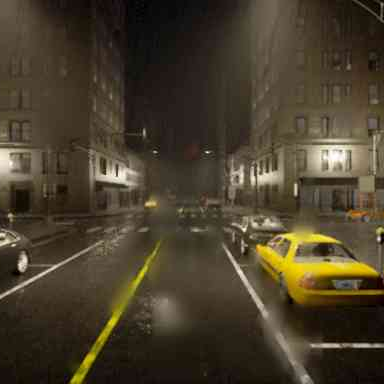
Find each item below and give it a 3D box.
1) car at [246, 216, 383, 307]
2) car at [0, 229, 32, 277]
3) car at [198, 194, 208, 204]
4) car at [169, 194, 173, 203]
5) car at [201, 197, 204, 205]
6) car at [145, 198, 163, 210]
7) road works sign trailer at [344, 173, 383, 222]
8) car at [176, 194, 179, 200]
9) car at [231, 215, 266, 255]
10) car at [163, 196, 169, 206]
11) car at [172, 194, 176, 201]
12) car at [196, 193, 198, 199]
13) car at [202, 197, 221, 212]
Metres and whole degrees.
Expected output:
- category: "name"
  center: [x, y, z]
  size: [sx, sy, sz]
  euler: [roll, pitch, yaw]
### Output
- category: "car"
  center: [2.634, 1.547, 7.977]
  size: [1.752, 1.417, 4.829]
  euler: [0, 0, 0]
- category: "car"
  center: [-5.400, 1.571, 7.796]
  size: [2.008, 1.369, 4.403]
  euler: [0, 0, 0]
- category: "car"
  center: [2.555, 1.600, 62.816]
  size: [1.967, 1.590, 4.097]
  euler: [0, 0, 0]
- category: "car"
  center: [-5.477, 1.724, 68.484]
  size: [2.008, 1.369, 4.403]
  euler: [0, 0, 0]
- category: "car"
  center: [2.577, 1.701, 45.770]
  size: [1.802, 1.307, 4.206]
  euler: [0, 0, 0]
- category: "car"
  center: [-5.448, 1.644, 45.589]
  size: [1.752, 1.417, 4.829]
  euler: [0, 0, 0]
- category: "road works sign trailer"
  center: [13.363, 0.448, 25.015]
  size: [2.880, 3.560, 2.380]
  euler: [0, 0, 0]
- category: "car"
  center: [-5.507, 1.542, 91.209]
  size: [2.192, 1.841, 5.009]
  euler: [0, 0, 0]
- category: "car"
  center: [2.622, 1.586, 13.213]
  size: [2.008, 1.369, 4.403]
  euler: [0, 0, 0]
- category: "car"
  center: [-5.462, 1.713, 57.121]
  size: [1.947, 1.339, 4.313]
  euler: [0, 0, 0]
- category: "car"
  center: [-5.492, 1.640, 79.846]
  size: [1.967, 1.590, 4.097]
  euler: [0, 0, 0]
- category: "car"
  center: [2.540, 1.502, 74.180]
  size: [2.192, 1.841, 5.009]
  euler: [0, 0, 0]
- category: "car"
  center: [2.585, 1.656, 40.089]
  size: [2.008, 1.369, 4.403]
  euler: [0, 0, 0]
